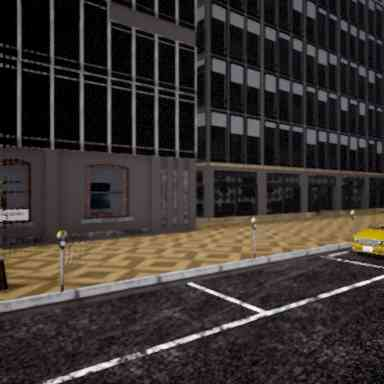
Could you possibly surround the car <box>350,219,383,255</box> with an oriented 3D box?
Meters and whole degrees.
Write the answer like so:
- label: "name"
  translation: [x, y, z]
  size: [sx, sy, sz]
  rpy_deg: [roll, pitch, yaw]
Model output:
- label: "car"
  translation: [7.523, 1.466, 11.927]
  size: [4.829, 1.417, 1.752]
  rpy_deg: [0, 0, -36]
